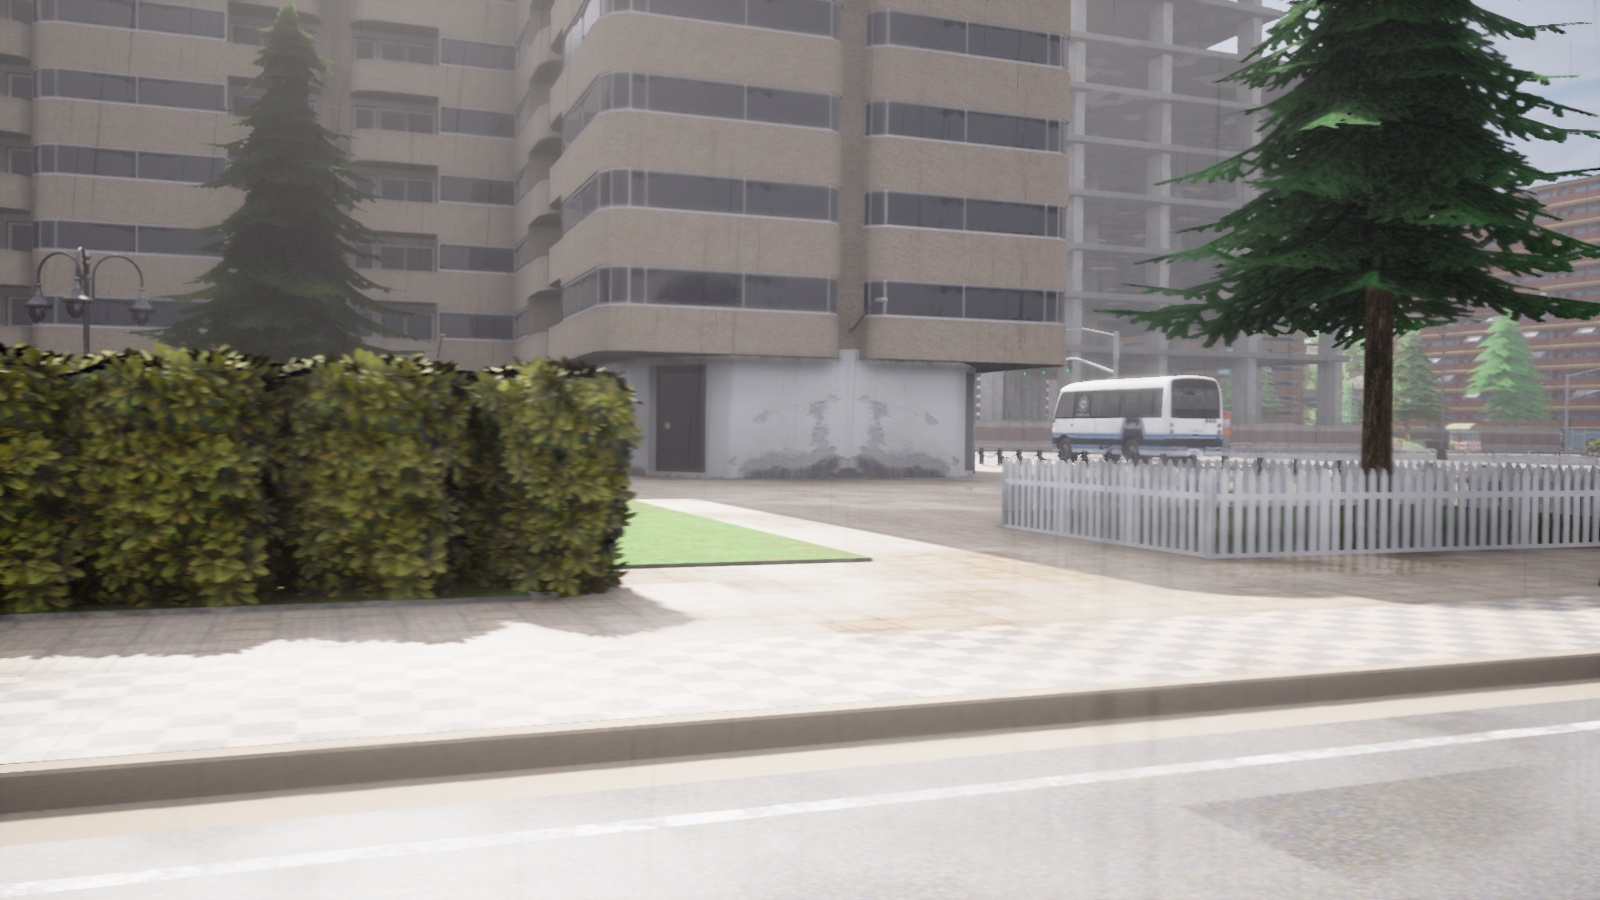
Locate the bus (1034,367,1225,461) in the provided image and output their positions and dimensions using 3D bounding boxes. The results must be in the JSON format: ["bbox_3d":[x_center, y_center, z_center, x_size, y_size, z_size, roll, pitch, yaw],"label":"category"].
[{"bbox_3d":[16.182,-1.729,62.825,3.944,4.253,10.273,-1,1,-21],"label":"bus"}]
